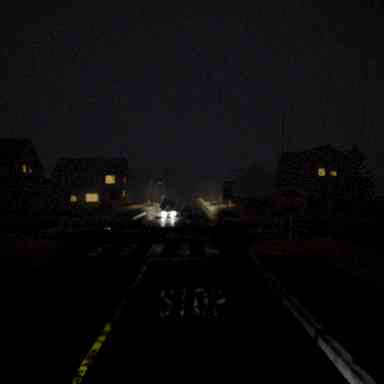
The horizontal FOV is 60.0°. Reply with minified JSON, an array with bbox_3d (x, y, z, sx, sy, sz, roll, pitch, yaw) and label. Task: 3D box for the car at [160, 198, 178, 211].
[{"bbox_3d":[-2.741,1.424,39.846,2.128,1.511,4.902,0,0,0],"label":"car"}]
